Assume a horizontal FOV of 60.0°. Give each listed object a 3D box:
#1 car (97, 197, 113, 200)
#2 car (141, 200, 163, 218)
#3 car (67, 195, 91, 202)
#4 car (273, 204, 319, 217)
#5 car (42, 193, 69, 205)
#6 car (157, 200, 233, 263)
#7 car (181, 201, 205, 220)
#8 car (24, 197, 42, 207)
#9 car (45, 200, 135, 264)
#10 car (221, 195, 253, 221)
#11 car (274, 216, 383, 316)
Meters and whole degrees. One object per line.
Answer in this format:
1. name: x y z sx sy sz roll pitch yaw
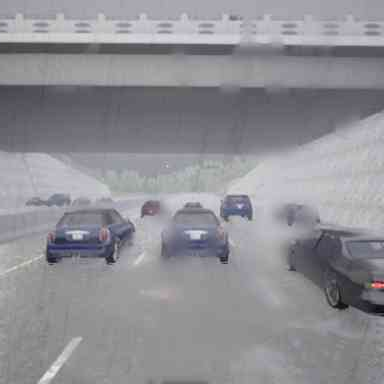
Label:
1. car: -14.077 1.491 53.669 2.128 1.511 4.902 0 0 0
2. car: -3.401 1.477 30.117 1.882 1.535 5.008 0 0 0
3. car: -17.575 1.492 53.257 2.128 1.511 4.902 0 0 0
4. car: 7.099 1.547 23.018 2.033 1.411 5.357 0 0 0
5. car: -21.071 1.220 52.874 2.150 2.045 5.566 0 0 1
6. car: 0.099 1.352 12.083 2.097 1.767 4.553 0 0 0
7. car: 0.099 1.564 29.193 1.994 1.385 4.181 0 0 0
8. car: -24.565 1.527 52.679 1.812 1.442 4.674 0 0 0
9. car: -3.401 1.352 12.015 2.097 1.767 4.553 0 0 0
10. car: 3.599 1.221 27.655 2.150 2.045 5.566 0 0 0
11. car: 3.600 1.547 7.768 2.033 1.411 5.357 0 0 0
